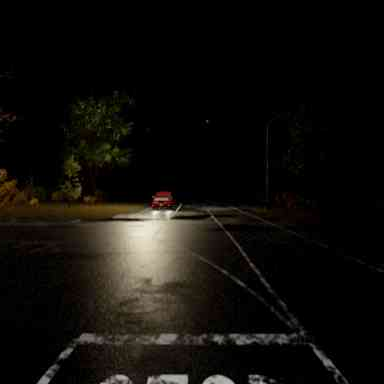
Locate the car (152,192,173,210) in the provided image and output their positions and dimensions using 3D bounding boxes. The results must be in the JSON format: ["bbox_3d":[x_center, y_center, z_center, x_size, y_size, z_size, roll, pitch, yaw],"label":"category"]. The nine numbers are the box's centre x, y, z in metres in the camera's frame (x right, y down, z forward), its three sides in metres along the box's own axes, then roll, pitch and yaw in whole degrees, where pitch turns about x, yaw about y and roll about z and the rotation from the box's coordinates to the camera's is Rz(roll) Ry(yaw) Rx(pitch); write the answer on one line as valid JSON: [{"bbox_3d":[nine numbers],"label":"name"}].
[{"bbox_3d":[-3.444,1.045,39.655,2.150,2.045,5.566,0,0,0],"label":"car"}]
